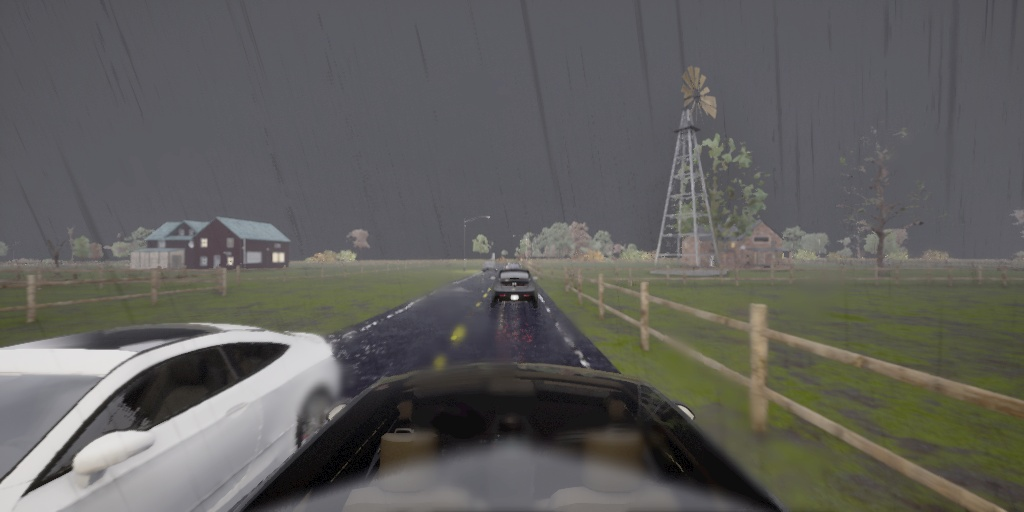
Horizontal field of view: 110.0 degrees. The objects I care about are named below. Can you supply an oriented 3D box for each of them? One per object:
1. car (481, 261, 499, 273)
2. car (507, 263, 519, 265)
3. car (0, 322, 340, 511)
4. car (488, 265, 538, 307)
[{"bbox_3d":[-2.821,1.374,46.401,1.837,1.490,4.892,0,-1,0],"label":"car"},{"bbox_3d":[0.103,1.394,37.790,2.033,1.411,5.357,0,0,0],"label":"car"},{"bbox_3d":[-2.839,1.278,2.300,1.812,1.442,4.674,0,0,0],"label":"car"},{"bbox_3d":[0.100,1.294,15.681,1.837,1.490,4.892,0,0,0],"label":"car"}]
